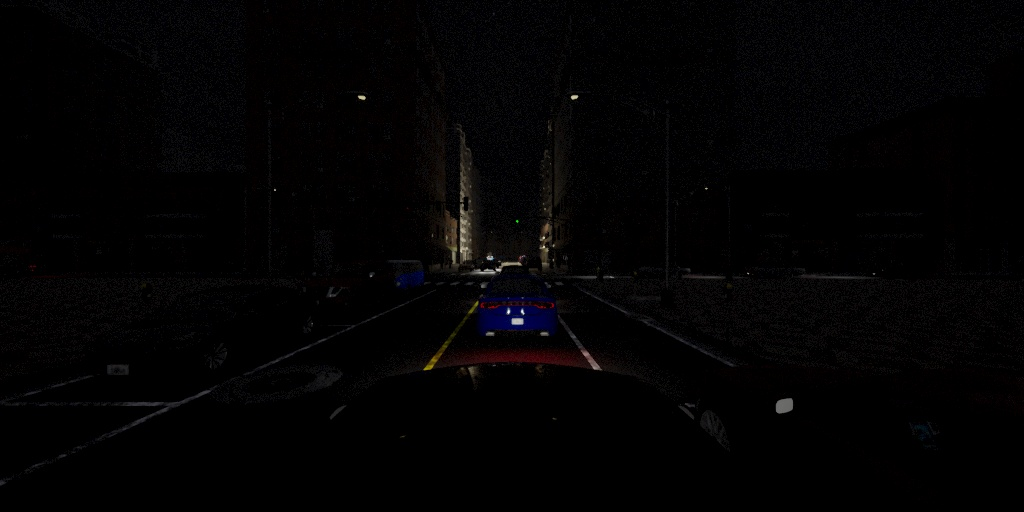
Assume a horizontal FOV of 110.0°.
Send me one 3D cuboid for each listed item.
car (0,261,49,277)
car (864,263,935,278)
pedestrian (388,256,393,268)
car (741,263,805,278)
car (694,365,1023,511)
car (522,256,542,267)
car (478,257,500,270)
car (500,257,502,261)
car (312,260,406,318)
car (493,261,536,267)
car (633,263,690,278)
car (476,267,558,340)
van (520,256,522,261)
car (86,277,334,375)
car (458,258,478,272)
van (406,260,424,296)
[{"bbox_3d":[-47.484,1.185,34.291,4.902,1.511,2.128,0,0,1],"label":"car"},{"bbox_3d":[35.443,1.324,32.885,4.718,1.301,1.895,0,0,1],"label":"car"},{"bbox_3d":[-12.476,0.846,36.767,0.375,1.860,0.375,0,0,1],"label":"pedestrian"},{"bbox_3d":[24.031,1.314,33.100,4.718,1.301,1.895,0,0,1],"label":"car"},{"bbox_3d":[2.668,1.295,1.822,1.888,1.381,4.507,0,0,0],"label":"car"},{"bbox_3d":[2.763,1.002,45.759,2.192,1.841,5.009,0,0,0],"label":"car"},{"bbox_3d":[-3.002,1.234,46.172,2.033,1.411,5.357,0,0,0],"label":"car"},{"bbox_3d":[-2.965,1.261,56.085,1.895,1.301,4.718,0,0,0],"label":"car"},{"bbox_3d":[-5.833,1.065,13.145,2.192,1.841,5.009,0,0,0],"label":"car"},{"bbox_3d":[0.135,1.253,19.743,1.837,1.490,4.892,0,0,0],"label":"car"},{"bbox_3d":[13.771,1.309,33.266,4.718,1.301,1.895,0,0,1],"label":"car"},{"bbox_3d":[0.118,1.228,10.022,1.882,1.535,5.008,0,0,0],"label":"car"},{"bbox_3d":[2.798,0.983,62.729,1.690,1.789,3.998,0,0,0],"label":"van"},{"bbox_3d":[-5.845,1.316,7.505,1.948,1.339,4.313,0,0,0],"label":"car"},{"bbox_3d":[-5.764,1.213,45.634,1.751,1.417,4.829,0,0,0],"label":"car"},{"bbox_3d":[-5.821,1.088,18.786,1.690,1.789,3.998,0,0,0],"label":"van"}]
